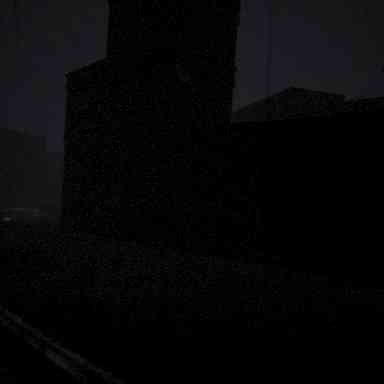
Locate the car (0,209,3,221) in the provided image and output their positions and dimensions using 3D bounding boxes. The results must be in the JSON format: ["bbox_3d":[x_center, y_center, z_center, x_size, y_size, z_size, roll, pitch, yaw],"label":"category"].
[{"bbox_3d":[-18.089,1.807,28.956,1.837,1.490,4.892,4,-2,-12],"label":"car"}]

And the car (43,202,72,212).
[{"bbox_3d":[-21.616,2.352,53.614,1.994,1.385,4.181,5,-1,16],"label":"car"}]

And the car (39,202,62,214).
[{"bbox_3d":[-19.598,2.299,47.299,1.882,1.535,5.008,4,-2,11],"label":"car"}]
